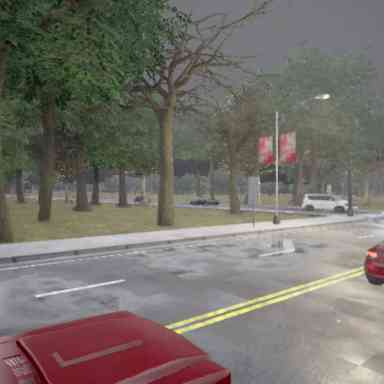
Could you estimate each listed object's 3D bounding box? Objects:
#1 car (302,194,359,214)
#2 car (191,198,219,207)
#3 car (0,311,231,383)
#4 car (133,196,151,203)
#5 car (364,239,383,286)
[{"bbox_3d":[14.152,1.231,34.467,2.150,2.045,5.566,0,0,-39],"label":"car"},{"bbox_3d":[1.934,1.589,49.829,1.895,1.301,4.718,0,0,-38],"label":"car"},{"bbox_3d":[-1.904,1.601,1.966,4.718,1.301,1.895,0,0,-38],"label":"car"},{"bbox_3d":[-9.676,1.543,64.648,1.837,1.490,4.892,0,0,-38],"label":"car"},{"bbox_3d":[5.977,1.533,8.228,4.674,1.442,1.812,0,0,-38],"label":"car"}]
